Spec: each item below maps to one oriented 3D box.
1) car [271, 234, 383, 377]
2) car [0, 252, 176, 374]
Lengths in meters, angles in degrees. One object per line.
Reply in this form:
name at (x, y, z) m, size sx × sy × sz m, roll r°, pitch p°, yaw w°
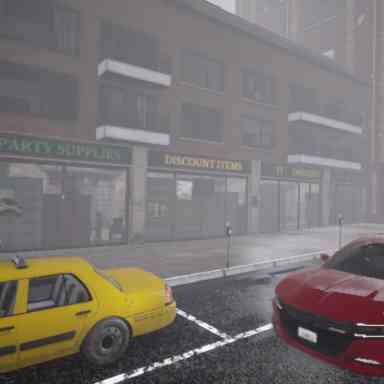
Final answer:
car at (3.450, 1.482, 5.532) m, size 5.008 × 1.535 × 1.882 m, roll 0°, pitch 0°, yaw -35°
car at (-2.519, 1.526, 4.276) m, size 4.829 × 1.417 × 1.752 m, roll 0°, pitch 2°, yaw -35°
